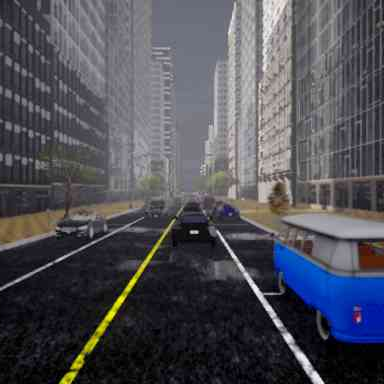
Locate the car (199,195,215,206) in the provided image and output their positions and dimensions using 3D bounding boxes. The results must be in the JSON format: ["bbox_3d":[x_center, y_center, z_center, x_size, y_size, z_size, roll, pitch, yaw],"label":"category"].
[{"bbox_3d":[2.669,1.555,51.645,2.192,1.841,5.009,-1,0,0],"label":"car"}]

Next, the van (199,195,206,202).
[{"bbox_3d":[2.662,1.734,85.746,1.690,1.788,3.998,-1,0,0],"label":"van"}]

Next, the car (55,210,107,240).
[{"bbox_3d":[-5.702,1.633,17.540,2.008,1.369,4.403,-1,0,0],"label":"car"}]

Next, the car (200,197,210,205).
[{"bbox_3d":[2.667,1.757,68.695,1.967,1.590,4.097,-1,0,0],"label":"car"}]

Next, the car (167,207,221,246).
[{"bbox_3d":[0.093,1.638,15.720,1.994,1.385,4.181,0,0,0],"label":"car"}]

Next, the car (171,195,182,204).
[{"bbox_3d":[-3.017,1.815,73.000,1.837,1.490,4.892,0,0,0],"label":"car"}]

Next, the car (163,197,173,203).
[{"bbox_3d":[-5.715,1.918,80.060,2.008,1.369,4.403,-1,0,0],"label":"car"}]

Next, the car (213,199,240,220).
[{"bbox_3d":[3.142,1.663,29.374,1.812,1.442,4.674,0,0,0],"label":"car"}]

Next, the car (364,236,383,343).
[{"bbox_3d":[2.680,1.318,0.492,2.192,1.841,5.009,-1,0,0],"label":"car"}]

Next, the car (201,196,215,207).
[{"bbox_3d":[2.668,1.581,57.329,2.192,1.841,5.009,-1,0,0],"label":"car"}]

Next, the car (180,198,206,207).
[{"bbox_3d":[0.091,1.652,31.627,1.837,1.490,4.892,0,0,0],"label":"car"}]

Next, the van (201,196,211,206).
[{"bbox_3d":[2.667,1.633,63.012,1.690,1.788,3.998,-1,0,0],"label":"van"}]

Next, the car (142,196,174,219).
[{"bbox_3d":[-3.105,1.496,30.824,2.097,1.767,4.553,0,0,0],"label":"car"}]

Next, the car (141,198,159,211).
[{"bbox_3d":[-5.709,1.654,45.958,1.967,1.590,4.097,-1,0,0],"label":"car"}]

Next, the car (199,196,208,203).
[{"bbox_3d":[2.664,1.808,80.062,1.967,1.590,4.097,-1,0,0],"label":"car"}]

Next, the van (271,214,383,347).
[{"bbox_3d":[2.679,1.371,6.176,1.690,1.788,3.998,-1,0,0],"label":"van"}]

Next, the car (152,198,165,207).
[{"bbox_3d":[-5.710,1.790,57.156,1.752,1.417,4.829,-1,0,0],"label":"car"}]

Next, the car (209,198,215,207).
[{"bbox_3d":[3.138,1.673,36.375,1.837,1.490,4.892,0,0,0],"label":"car"}]

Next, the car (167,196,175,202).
[{"bbox_3d":[-5.718,1.858,91.427,1.967,1.590,4.097,-1,0,0],"label":"car"}]
